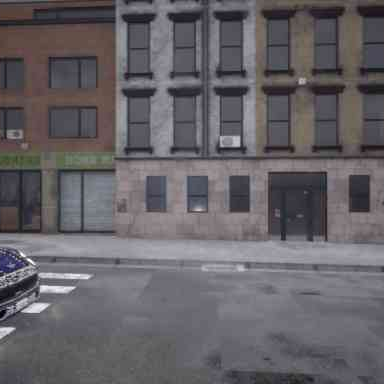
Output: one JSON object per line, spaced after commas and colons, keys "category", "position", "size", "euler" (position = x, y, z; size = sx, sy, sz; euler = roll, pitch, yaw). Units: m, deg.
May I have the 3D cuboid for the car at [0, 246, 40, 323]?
{"category": "car", "position": [-5.092, 1.252, 5.719], "size": [4.553, 1.767, 2.097], "euler": [1, 0, 3]}
